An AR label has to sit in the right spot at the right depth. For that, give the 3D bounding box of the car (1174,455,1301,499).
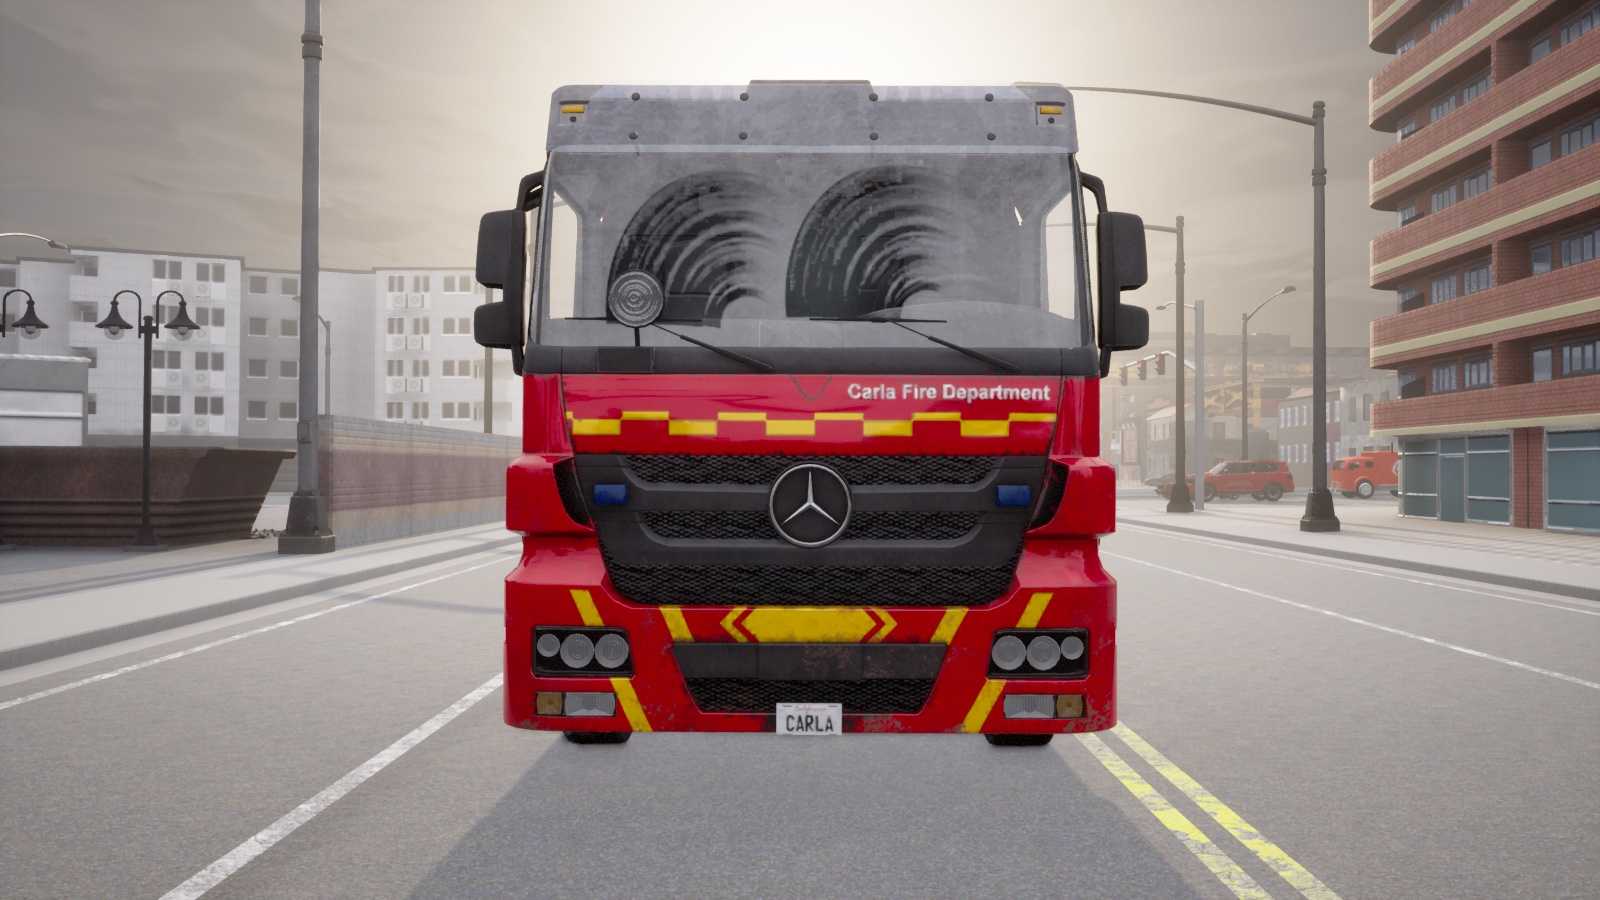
[{"bbox_3d":[21.796,1.356,62.725,5.566,2.045,2.150,-1,-1,2],"label":"car"}]

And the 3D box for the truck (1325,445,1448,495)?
[{"bbox_3d":[30.774,1.042,66.015,5.204,2.467,2.627,-1,-1,1],"label":"truck"}]

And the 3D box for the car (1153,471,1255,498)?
[{"bbox_3d":[21.271,1.809,66.245,4.718,1.301,1.895,-1,-1,1],"label":"car"}]

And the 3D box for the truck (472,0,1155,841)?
[{"bbox_3d":[0.070,-0.190,9.582,2.891,3.827,8.468,0,-1,0],"label":"truck"}]
